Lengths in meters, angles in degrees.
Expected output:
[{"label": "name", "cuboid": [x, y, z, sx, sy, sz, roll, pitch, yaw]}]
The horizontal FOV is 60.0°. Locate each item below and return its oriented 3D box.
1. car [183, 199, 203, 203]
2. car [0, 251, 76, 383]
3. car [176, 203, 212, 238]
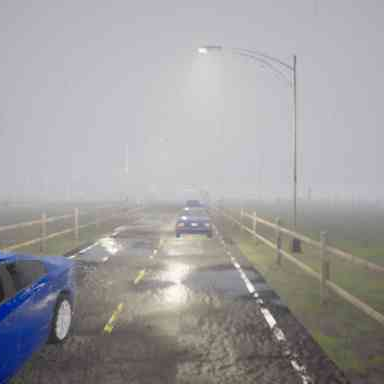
[{"label": "car", "cuboid": [0.103, 1.466, 35.108, 1.882, 1.535, 5.008, 0, 0, 0]}, {"label": "car", "cuboid": [-2.848, 1.475, 3.527, 1.882, 1.535, 5.008, 0, 0, 0]}, {"label": "car", "cuboid": [0.100, 1.538, 17.741, 2.033, 1.411, 5.357, 0, 0, 0]}]
